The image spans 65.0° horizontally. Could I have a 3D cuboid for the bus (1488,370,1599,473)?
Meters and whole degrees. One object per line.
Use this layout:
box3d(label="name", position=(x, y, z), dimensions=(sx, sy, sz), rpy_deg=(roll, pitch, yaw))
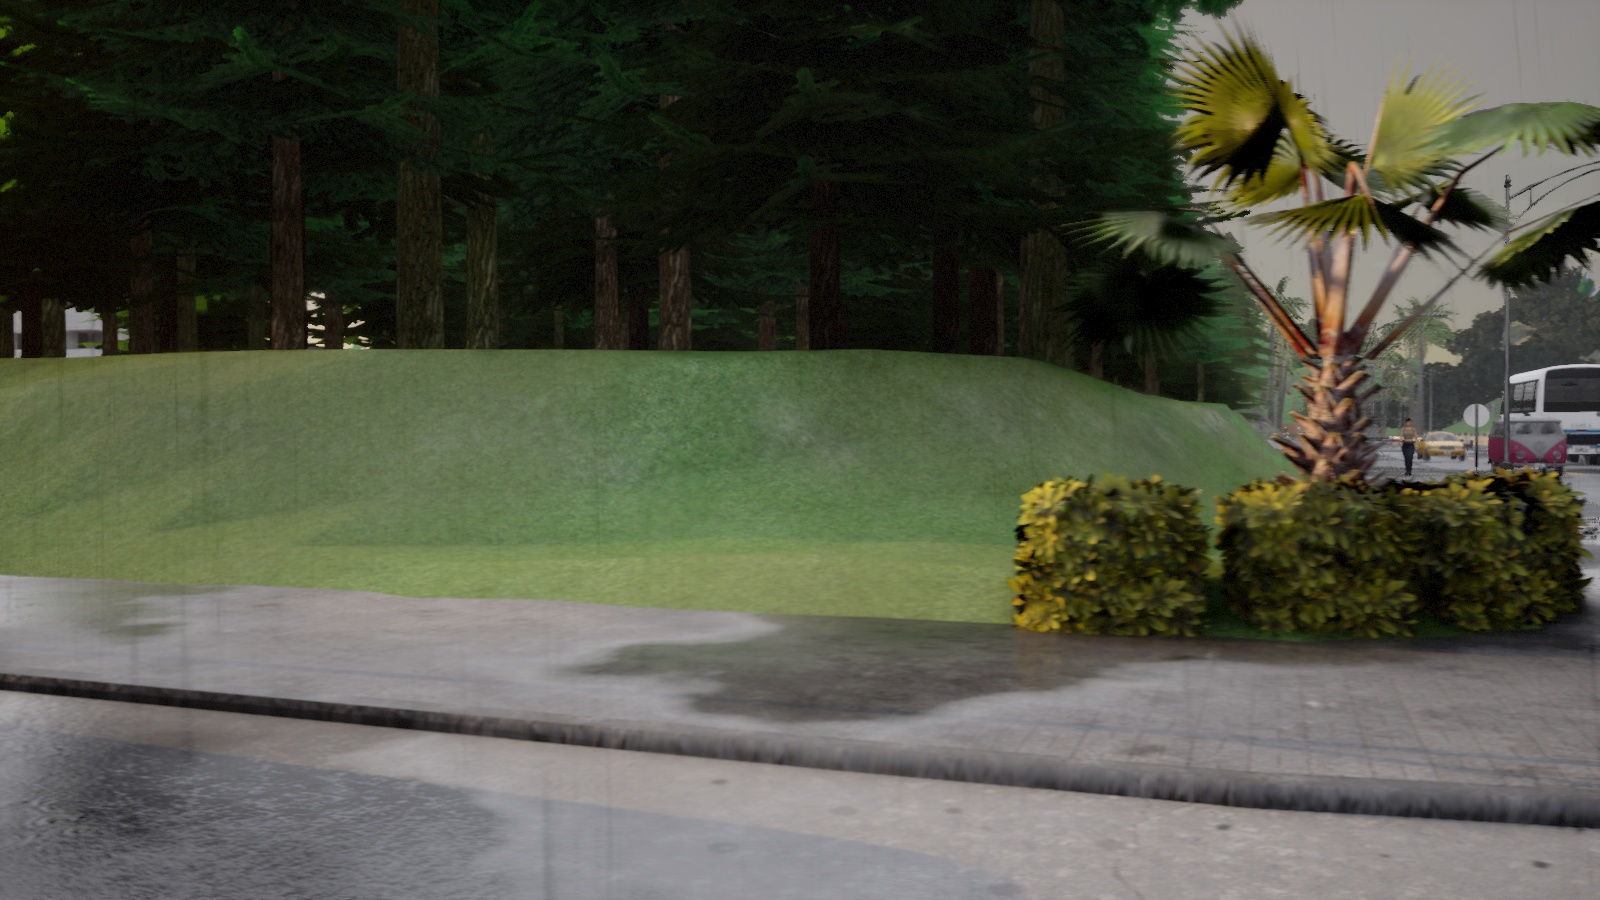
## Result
box3d(label="bus", position=(34.409, -1.246, 57.187), dimensions=(3.944, 4.253, 10.273), rpy_deg=(1, 1, 21))

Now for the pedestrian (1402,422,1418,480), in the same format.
box3d(label="pedestrian", position=(19.460, 0.031, 40.069), dimensions=(0.345, 1.836, 0.594), rpy_deg=(1, 1, 35))

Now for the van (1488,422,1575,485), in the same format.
box3d(label="van", position=(24.372, 0.064, 41.989), dimensions=(1.775, 1.987, 4.442), rpy_deg=(1, 1, 21))

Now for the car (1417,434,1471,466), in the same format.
box3d(label="car", position=(32.516, -0.029, 63.520), dimensions=(1.801, 1.575, 5.366), rpy_deg=(1, 1, 21))
